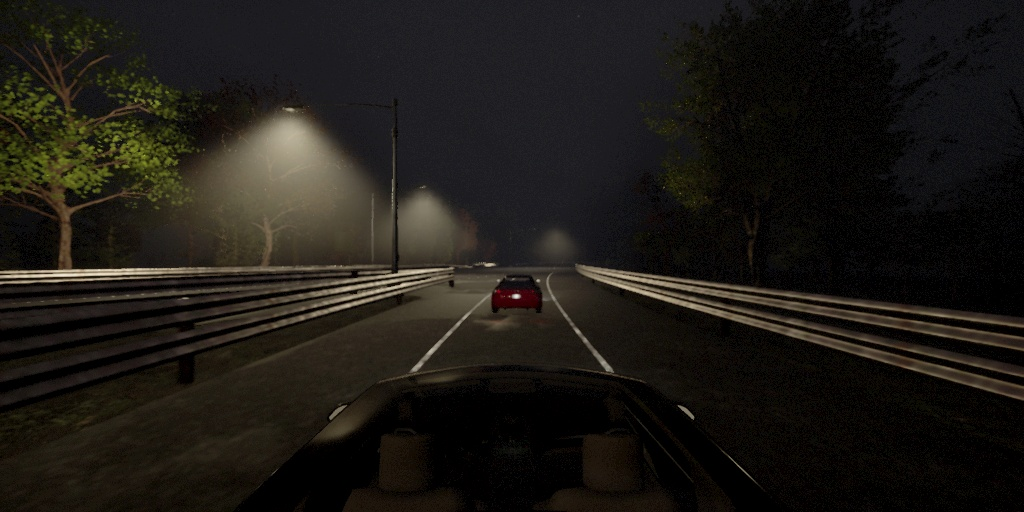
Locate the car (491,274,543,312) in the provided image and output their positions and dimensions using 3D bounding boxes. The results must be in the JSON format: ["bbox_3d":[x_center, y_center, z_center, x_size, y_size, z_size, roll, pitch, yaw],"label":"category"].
[{"bbox_3d":[0.267,1.454,15.021,1.994,1.385,4.181,0,-1,3],"label":"car"}]
